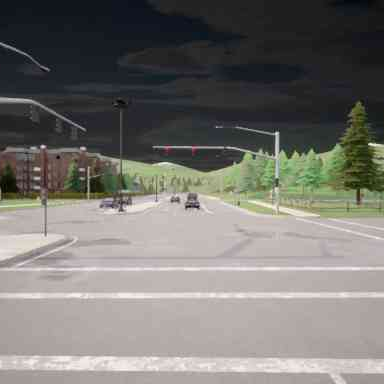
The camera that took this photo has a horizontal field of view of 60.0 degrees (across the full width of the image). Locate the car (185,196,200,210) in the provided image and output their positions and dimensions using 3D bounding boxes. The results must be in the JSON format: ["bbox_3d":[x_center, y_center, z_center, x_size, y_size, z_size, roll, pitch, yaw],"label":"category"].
[{"bbox_3d":[0.039,1.601,43.470,1.895,1.301,4.718,0,0,0],"label":"car"}]

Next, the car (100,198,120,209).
[{"bbox_3d":[-11.539,1.526,46.686,1.812,1.442,4.674,0,0,0],"label":"car"}]

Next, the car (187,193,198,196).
[{"bbox_3d":[0.062,1.221,68.905,2.150,2.045,5.566,0,0,0],"label":"car"}]

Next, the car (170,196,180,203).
[{"bbox_3d":[-3.438,1.492,68.877,2.128,1.511,4.902,0,0,0],"label":"car"}]

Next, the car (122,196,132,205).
[{"bbox_3d":[-11.507,1.478,57.038,1.882,1.535,5.008,0,0,0],"label":"car"}]
